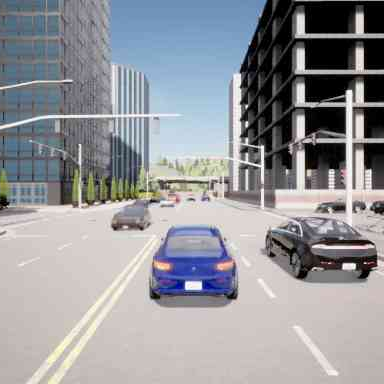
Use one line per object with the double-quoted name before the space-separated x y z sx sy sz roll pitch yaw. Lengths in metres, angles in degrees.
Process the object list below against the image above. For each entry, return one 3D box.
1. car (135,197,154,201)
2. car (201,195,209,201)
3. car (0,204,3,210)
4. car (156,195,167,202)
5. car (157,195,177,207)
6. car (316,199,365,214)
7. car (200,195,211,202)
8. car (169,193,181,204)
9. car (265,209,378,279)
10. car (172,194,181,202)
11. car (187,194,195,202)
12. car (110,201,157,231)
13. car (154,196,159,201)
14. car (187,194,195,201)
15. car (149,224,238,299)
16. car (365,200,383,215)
"car" -7.189 1.564 48.224 1.994 1.385 4.181 0 0 0
"car" 3.332 1.483 86.991 1.837 1.490 4.892 0 0 0
"car" -22.157 1.492 33.825 5.357 1.411 2.033 0 0 4
"car" -7.151 1.535 78.125 2.033 1.411 5.357 0 0 0
"car" -3.694 1.601 50.352 1.895 1.301 4.718 0 0 0
"car" 15.516 1.436 34.631 4.902 1.511 2.128 0 0 0
"car" 3.349 1.522 77.916 1.812 1.442 4.674 0 0 0
"car" -3.669 1.225 64.906 2.150 2.045 5.566 0 0 0
"car" 3.560 1.492 10.038 2.128 1.511 4.902 0 0 -1
"car" -3.655 1.344 80.082 2.097 1.767 4.553 0 0 0
"car" -0.152 1.593 78.251 1.895 1.301 4.718 0 0 0
"car" -3.638 1.525 20.849 2.033 1.411 5.357 0 0 0
"car" -7.181 1.601 62.556 1.895 1.301 4.718 0 0 0
"car" -0.168 1.339 86.954 2.097 1.767 4.553 0 0 0
"car" 0.044 1.526 8.314 1.812 1.442 4.674 0 0 0
"car" 19.762 1.166 31.142 5.566 2.045 2.150 0 0 0
